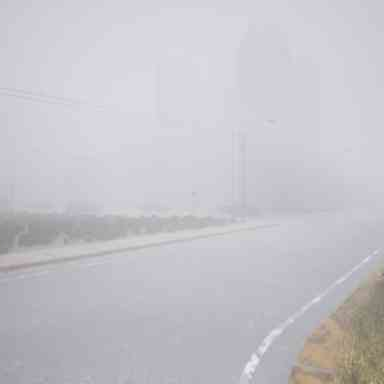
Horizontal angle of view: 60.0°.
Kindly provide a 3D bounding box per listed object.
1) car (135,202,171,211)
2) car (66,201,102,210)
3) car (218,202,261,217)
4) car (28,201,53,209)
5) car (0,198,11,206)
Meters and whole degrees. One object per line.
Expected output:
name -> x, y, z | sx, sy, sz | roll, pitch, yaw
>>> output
car -> -5.339, 2.059, 45.568 | 5.357, 1.411, 2.033 | 0, -1, 37
car -> -13.553, 1.945, 42.068 | 2.242, 1.667, 4.611 | 0, -1, 37
car -> 5.302, 1.908, 37.628 | 5.008, 1.535, 1.882 | 0, -1, 37
car -> -25.831, 2.165, 56.508 | 5.357, 1.411, 2.033 | 0, -1, 37
car -> -32.851, 1.926, 56.682 | 1.905, 1.878, 3.866 | 0, -1, 37
